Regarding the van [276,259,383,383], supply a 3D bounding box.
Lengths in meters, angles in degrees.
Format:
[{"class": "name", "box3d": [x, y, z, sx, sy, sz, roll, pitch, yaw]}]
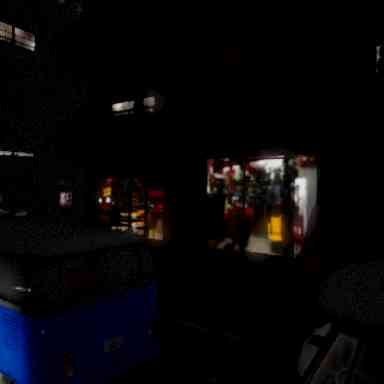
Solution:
[{"class": "van", "box3d": [2.253, 1.345, 1.257, 3.998, 1.788, 1.690, 0, 1, 35]}]

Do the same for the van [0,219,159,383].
[{"class": "van", "box3d": [-2.314, 1.325, 4.504, 3.998, 1.788, 1.690, 0, 1, 35]}]
